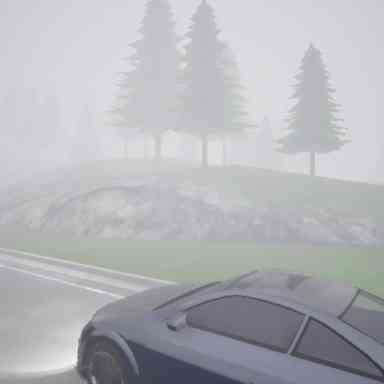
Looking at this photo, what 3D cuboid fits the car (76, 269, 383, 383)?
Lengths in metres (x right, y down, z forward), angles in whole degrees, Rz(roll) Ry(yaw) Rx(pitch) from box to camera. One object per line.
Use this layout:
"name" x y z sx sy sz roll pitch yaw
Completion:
"car" 0.700 1.563 3.494 4.181 1.385 1.994 0 0 35
